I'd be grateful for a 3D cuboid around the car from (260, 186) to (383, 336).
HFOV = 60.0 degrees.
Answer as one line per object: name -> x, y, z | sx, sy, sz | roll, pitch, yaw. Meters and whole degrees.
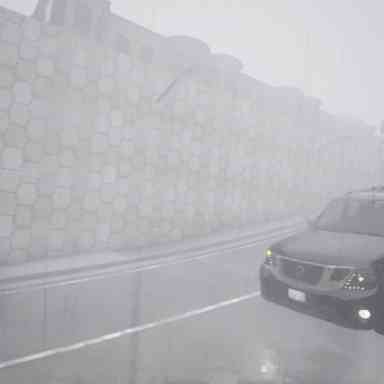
car -> 3.838, 0.987, 6.632 | 5.566, 2.045, 2.150 | -6, 3, -35
